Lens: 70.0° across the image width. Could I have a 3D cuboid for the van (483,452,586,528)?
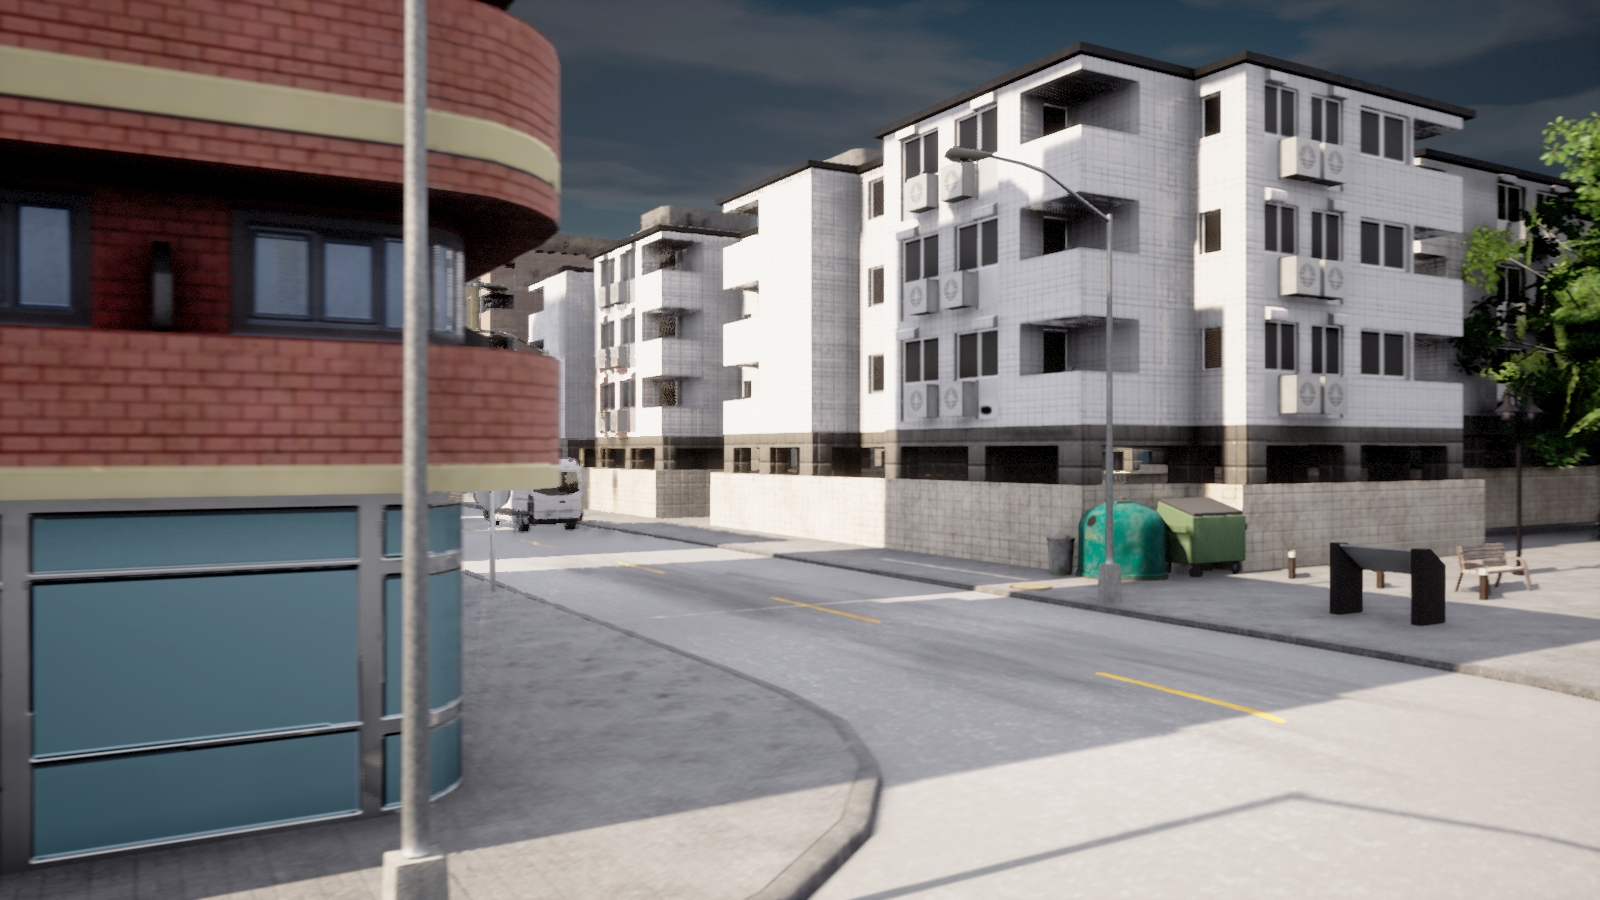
[{"bbox_3d":[-9.739,1.349,41.511,1.988,2.561,5.915,0,0,-30],"label":"van"}]
